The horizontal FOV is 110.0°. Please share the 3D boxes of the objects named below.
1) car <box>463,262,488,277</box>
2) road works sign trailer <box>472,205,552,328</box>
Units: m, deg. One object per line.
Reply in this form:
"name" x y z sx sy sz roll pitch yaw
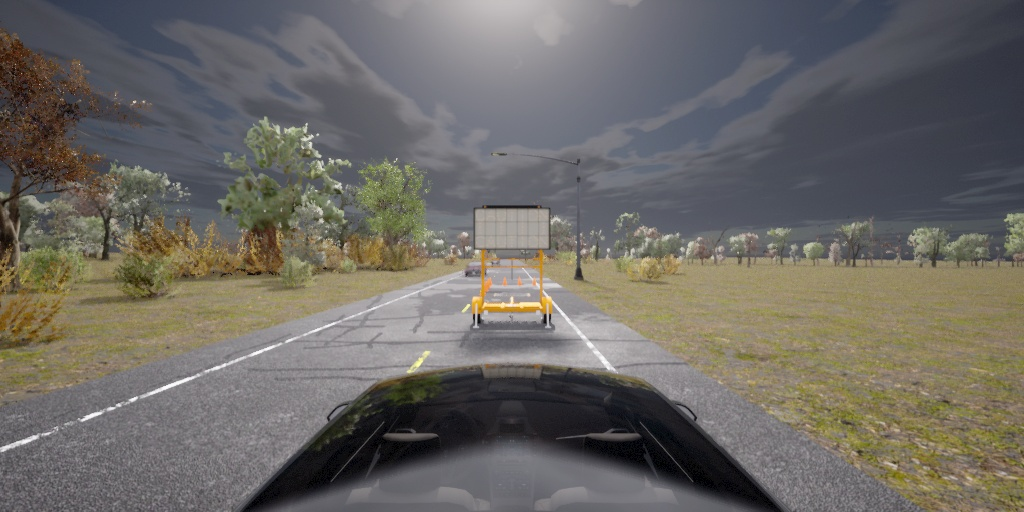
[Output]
"car" -3.592 1.282 35.856 1.812 1.442 4.674 0 0 0
"road works sign trailer" 0.002 0.214 11.344 2.380 3.560 2.880 0 0 0
